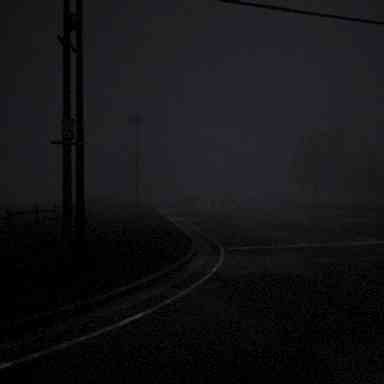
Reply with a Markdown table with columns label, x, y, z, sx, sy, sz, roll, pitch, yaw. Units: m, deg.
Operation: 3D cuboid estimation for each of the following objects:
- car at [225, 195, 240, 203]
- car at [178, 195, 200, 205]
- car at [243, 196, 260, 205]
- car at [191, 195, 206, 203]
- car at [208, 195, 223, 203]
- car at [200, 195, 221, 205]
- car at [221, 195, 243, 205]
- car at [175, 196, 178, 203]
| label | x | y | z | sx | sy | sz | roll | pitch | yaw |
| --- | --- | --- | --- | --- | --- | --- | --- | --- | --- |
| car | 8.159 | 1.361 | 67.410 | 1.812 | 1.442 | 4.674 | 0 | 0 | -10 |
| car | -0.518 | 1.245 | 55.744 | 2.097 | 1.767 | 4.553 | 0 | 0 | -10 |
| car | 9.916 | 1.396 | 57.018 | 2.033 | 1.411 | 5.357 | 0 | 0 | -10 |
| car | 1.256 | 1.357 | 66.243 | 2.128 | 1.511 | 4.902 | 0 | 0 | -10 |
| car | 4.707 | 1.355 | 66.826 | 1.837 | 1.490 | 4.892 | 0 | 0 | -10 |
| car | 2.956 | 1.404 | 56.195 | 1.812 | 1.442 | 4.674 | 0 | 0 | -10 |
| car | 6.466 | 1.411 | 56.432 | 2.033 | 1.411 | 5.357 | 0 | 0 | -10 |
| car | -2.195 | 1.428 | 65.660 | 2.033 | 1.411 | 5.357 | 0 | 0 | -10 |
